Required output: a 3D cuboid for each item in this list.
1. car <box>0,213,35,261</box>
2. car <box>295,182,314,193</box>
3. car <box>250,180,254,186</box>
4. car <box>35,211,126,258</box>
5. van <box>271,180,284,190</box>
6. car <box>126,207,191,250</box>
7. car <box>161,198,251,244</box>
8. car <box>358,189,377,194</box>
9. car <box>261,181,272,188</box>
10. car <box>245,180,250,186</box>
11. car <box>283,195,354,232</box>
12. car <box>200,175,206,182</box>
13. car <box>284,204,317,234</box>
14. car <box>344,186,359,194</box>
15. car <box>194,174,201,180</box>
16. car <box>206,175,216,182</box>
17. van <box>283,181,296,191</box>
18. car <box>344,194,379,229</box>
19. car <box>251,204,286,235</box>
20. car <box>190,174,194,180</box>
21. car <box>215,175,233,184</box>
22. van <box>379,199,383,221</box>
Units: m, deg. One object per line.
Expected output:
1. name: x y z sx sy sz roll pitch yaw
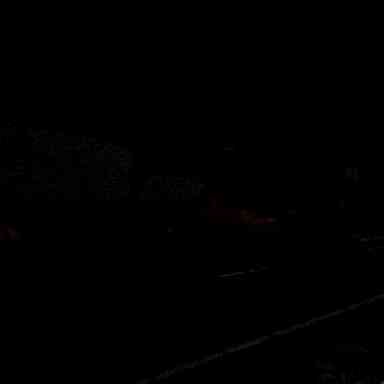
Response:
1. car: -7.646 1.369 11.109 4.553 1.767 2.185 -1 -1 34
2. car: 22.509 -0.680 65.017 2.231 1.521 4.892 7 3 35
3. car: 15.621 -1.729 74.907 2.002 1.452 4.674 7 3 35
4. car: -5.180 1.513 12.834 4.892 1.521 2.231 -1 -1 35
5. van: 19.024 -1.451 69.854 1.878 1.987 4.442 7 3 35
6. car: -2.760 1.560 14.580 4.792 1.488 2.163 -1 -1 35
7. car: -0.313 1.301 16.326 5.566 2.045 2.435 -1 -1 35
8. car: 29.403 0.447 55.154 2.002 1.452 4.674 7 3 35
9. car: 17.451 -1.497 72.585 1.946 1.575 5.366 7 3 35
10. car: 13.880 -2.003 77.370 2.002 1.452 4.674 7 3 35
11. car: 7.041 1.365 21.537 5.566 2.045 2.435 -1 -1 35
12. car: 5.139 -3.535 89.612 2.185 1.767 4.553 6 2 34
13. car: 4.612 1.634 19.779 4.674 1.452 2.002 -1 -1 35
14. car: 27.715 -0.114 57.628 2.435 2.045 5.566 7 3 35
15. car: 3.410 -3.769 92.083 2.185 1.767 4.553 4 1 33
16. car: 6.932 -3.383 87.145 2.435 2.045 5.566 7 3 34
17. van: 20.752 -1.178 67.381 1.878 1.987 4.442 7 3 35
18. car: 9.555 1.386 23.241 5.566 2.045 2.435 -1 -1 35
19. car: 2.006 1.572 18.152 5.366 1.575 1.946 -1 -1 35
20. car: 1.640 -4.046 94.432 2.435 2.045 5.566 1 -2 34
21. car: 8.780 -2.860 84.884 1.946 1.575 5.366 7 3 34
22. van: 12.093 1.433 24.910 4.442 1.987 1.878 -1 -1 35
